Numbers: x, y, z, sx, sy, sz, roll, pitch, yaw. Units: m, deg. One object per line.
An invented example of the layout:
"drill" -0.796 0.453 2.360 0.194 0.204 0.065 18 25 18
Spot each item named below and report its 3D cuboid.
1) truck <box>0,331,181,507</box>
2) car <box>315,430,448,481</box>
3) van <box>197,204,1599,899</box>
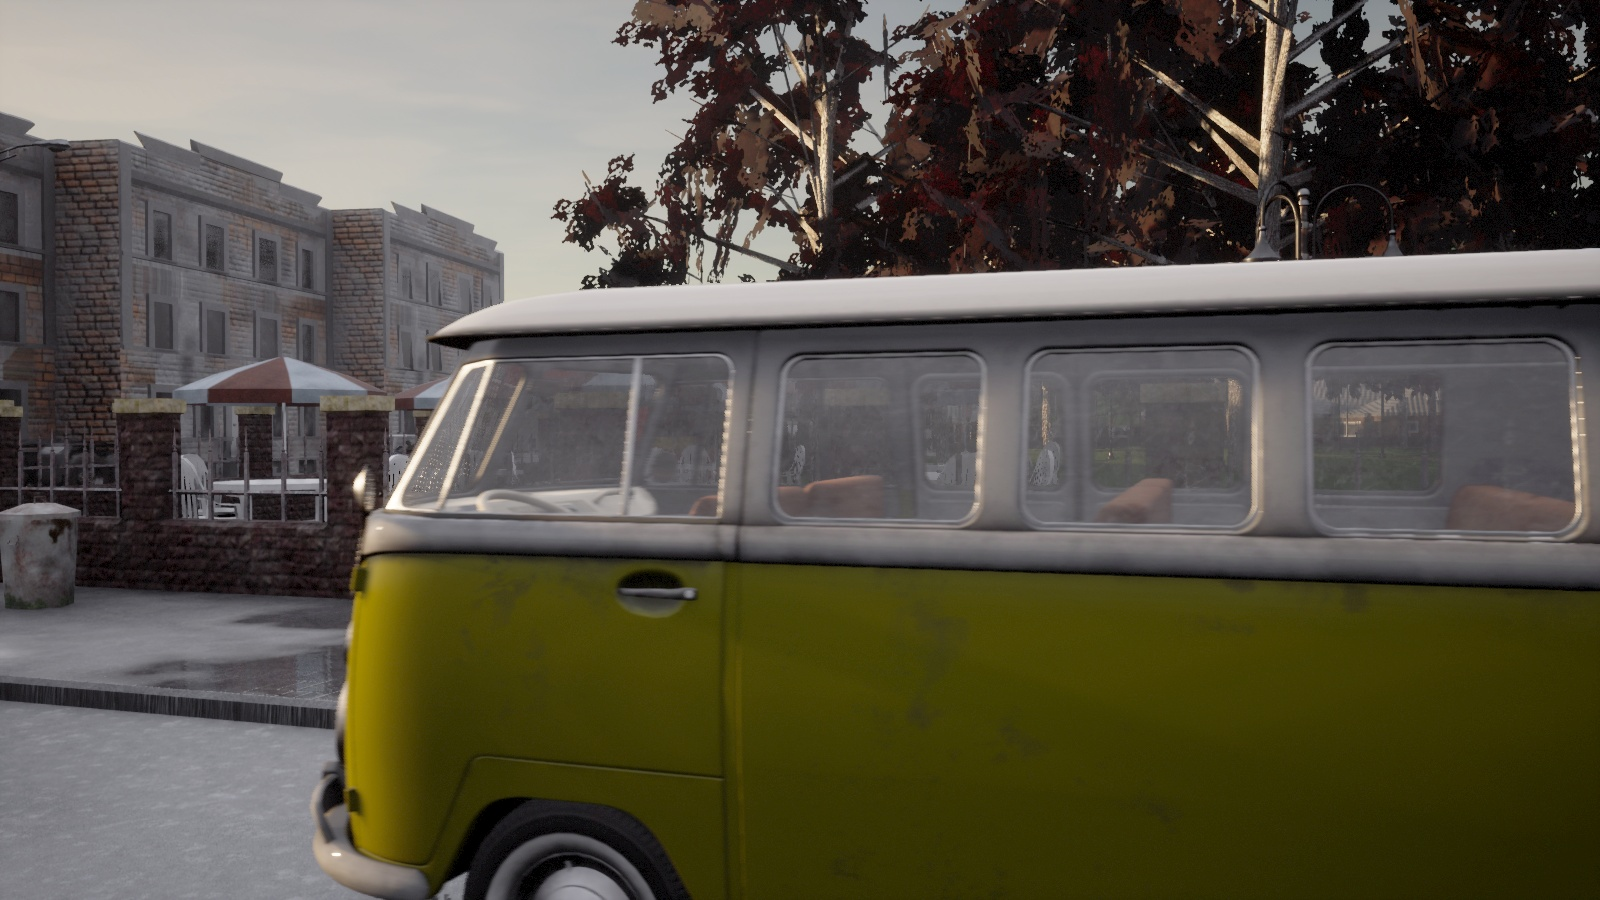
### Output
"truck" -16.998 -0.633 25.833 2.891 3.462 7.936 1 1 19
"car" -12.753 0.128 38.501 1.970 1.475 3.806 1 1 19
"van" 0.798 0.527 3.449 4.442 1.987 1.775 1 1 19
